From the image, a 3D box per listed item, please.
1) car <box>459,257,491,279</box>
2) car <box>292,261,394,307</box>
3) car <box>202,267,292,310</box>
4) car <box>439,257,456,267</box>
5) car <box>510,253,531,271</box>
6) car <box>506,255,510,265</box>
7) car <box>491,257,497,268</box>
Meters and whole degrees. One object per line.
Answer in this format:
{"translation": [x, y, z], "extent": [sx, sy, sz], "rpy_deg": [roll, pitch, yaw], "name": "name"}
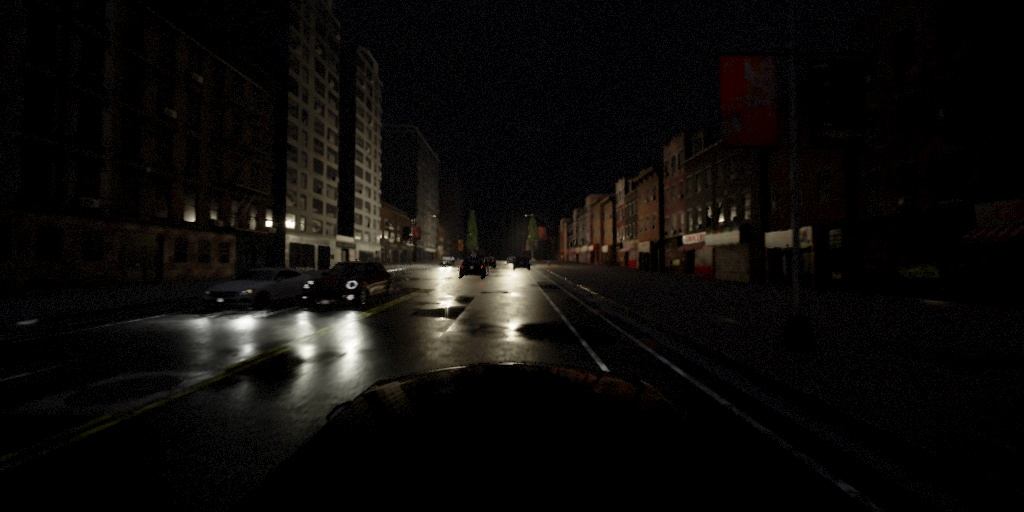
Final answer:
{"translation": [-3.151, 0.911, 30.256], "extent": [2.097, 1.767, 4.553], "rpy_deg": [0, 0, 0], "name": "car"}
{"translation": [-6.599, 1.022, 14.906], "extent": [2.097, 1.767, 4.553], "rpy_deg": [0, 0, 0], "name": "car"}
{"translation": [-9.850, 1.199, 14.435], "extent": [1.812, 1.442, 4.674], "rpy_deg": [0, 0, 0], "name": "car"}
{"translation": [-9.816, 0.847, 54.813], "extent": [2.128, 1.511, 4.902], "rpy_deg": [0, 1, 0], "name": "car"}
{"translation": [1.134, 0.805, 43.466], "extent": [2.097, 1.767, 4.553], "rpy_deg": [0, 0, 0], "name": "car"}
{"translation": [-0.003, 0.779, 62.493], "extent": [2.128, 1.511, 4.902], "rpy_deg": [0, 1, 0], "name": "car"}
{"translation": [-3.152, 0.889, 50.130], "extent": [2.128, 1.511, 4.902], "rpy_deg": [0, 1, 0], "name": "car"}
